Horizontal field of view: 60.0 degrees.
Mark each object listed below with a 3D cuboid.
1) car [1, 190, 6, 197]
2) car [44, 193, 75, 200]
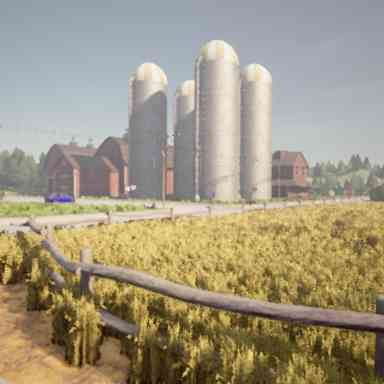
[{"bbox_3d":[-39.481,0.540,66.688,1.905,1.878,3.866,1,0,38],"label":"car"},{"bbox_3d":[-20.479,0.971,51.699,2.242,1.667,4.611,1,0,38],"label":"car"}]
